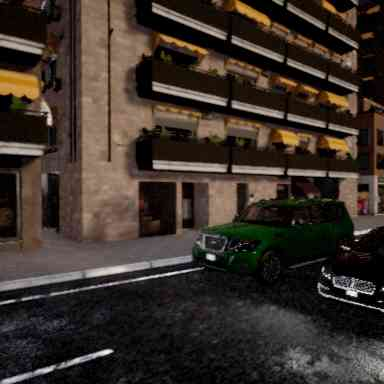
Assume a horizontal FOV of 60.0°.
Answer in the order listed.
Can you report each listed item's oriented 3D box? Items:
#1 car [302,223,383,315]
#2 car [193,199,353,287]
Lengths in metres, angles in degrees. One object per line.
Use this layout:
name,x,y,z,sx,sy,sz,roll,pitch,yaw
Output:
car,4.719,1.526,7.296,4.892,1.490,1.837,0,0,-38
car,2.651,1.246,9.801,5.566,2.045,2.150,0,0,-38
